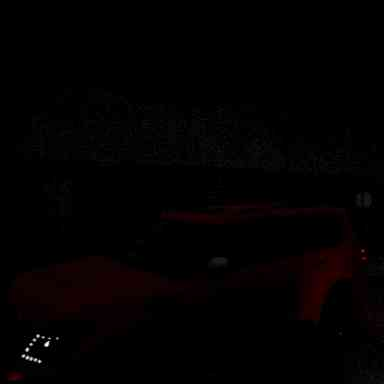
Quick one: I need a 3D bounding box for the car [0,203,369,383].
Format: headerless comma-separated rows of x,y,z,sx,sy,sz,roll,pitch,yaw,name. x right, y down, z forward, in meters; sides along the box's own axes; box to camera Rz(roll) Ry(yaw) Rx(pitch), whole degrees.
0.309,1.219,4.781,5.566,2.045,2.150,0,0,-35,car
